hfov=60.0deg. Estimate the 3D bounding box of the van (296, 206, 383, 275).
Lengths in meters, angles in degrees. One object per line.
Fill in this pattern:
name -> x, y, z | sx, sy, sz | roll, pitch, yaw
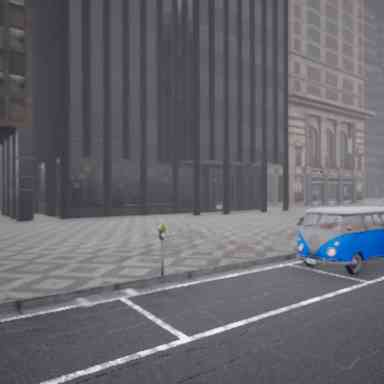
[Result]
van -> 4.903, 1.335, 10.151 | 3.998, 1.788, 1.690 | 0, 0, -36
